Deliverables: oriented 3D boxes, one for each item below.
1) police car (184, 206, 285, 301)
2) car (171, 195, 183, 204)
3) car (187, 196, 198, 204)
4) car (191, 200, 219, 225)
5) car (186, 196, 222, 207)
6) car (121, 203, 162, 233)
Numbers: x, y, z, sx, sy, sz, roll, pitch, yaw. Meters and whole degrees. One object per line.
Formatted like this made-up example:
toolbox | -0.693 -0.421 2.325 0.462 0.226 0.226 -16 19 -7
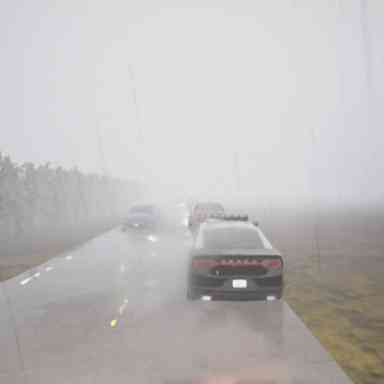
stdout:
police car | 0.838 1.388 8.400 1.930 1.638 5.238 0 0 0
car | -2.707 1.254 61.381 2.097 1.767 4.553 0 0 1
car | 0.101 1.468 63.363 1.994 1.385 4.181 0 0 0
car | 0.863 1.424 24.292 1.837 1.490 4.892 0 0 0
car | 0.853 1.283 18.262 2.097 1.767 4.553 0 0 0
car | -2.818 1.434 19.300 1.837 1.490 4.892 0 0 0
